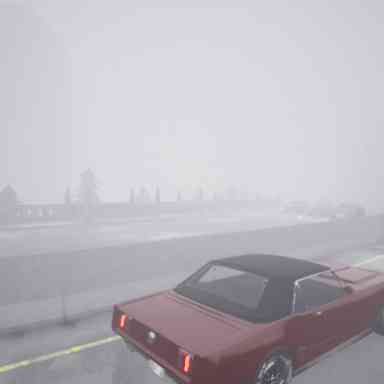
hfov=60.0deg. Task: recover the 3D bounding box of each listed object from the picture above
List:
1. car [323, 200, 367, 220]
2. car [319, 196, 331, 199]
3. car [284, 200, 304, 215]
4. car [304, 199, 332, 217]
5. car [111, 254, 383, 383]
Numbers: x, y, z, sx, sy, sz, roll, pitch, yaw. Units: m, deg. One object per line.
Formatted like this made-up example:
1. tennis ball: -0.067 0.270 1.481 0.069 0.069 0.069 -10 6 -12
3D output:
1. car: 12.196 1.610 25.872 2.128 1.511 4.902 0 0 38
2. car: 28.330 1.656 70.678 1.882 1.535 5.008 0 0 10
3. car: 11.730 1.680 37.160 1.837 1.490 4.892 0 -1 32
4. car: 12.671 1.675 32.282 1.812 1.442 4.674 0 0 35
5. car: 1.361 1.625 4.982 4.718 1.301 1.895 0 0 -38
